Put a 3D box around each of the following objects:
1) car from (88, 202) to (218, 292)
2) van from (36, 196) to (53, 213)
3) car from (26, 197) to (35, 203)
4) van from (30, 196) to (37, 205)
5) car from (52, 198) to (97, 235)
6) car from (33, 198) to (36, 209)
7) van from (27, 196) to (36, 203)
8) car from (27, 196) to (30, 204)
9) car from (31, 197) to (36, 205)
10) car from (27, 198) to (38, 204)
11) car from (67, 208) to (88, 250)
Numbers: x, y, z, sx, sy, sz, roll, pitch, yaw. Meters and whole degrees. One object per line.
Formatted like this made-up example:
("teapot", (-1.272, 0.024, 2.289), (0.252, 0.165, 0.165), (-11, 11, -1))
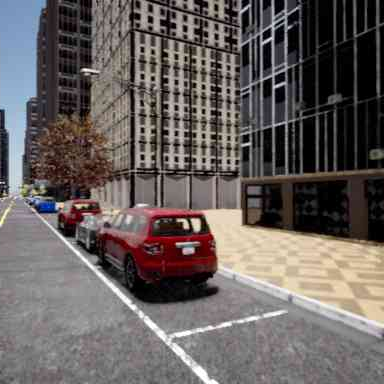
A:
("car", (-1.190, 1.344, 9.189), (2.192, 1.841, 5.009), (0, 0, -28))
("van", (-17.062, 1.507, 39.232), (1.690, 1.788, 3.998), (0, 0, -28))
("car", (-40.872, 2.032, 84.297), (1.887, 1.381, 4.507), (0, -1, -28))
("van", (-24.999, 1.593, 54.254), (1.690, 1.788, 3.998), (0, 0, -28))
("car", (-6.480, 1.382, 19.202), (2.192, 1.841, 5.009), (0, 0, -28))
("car", (-19.709, 1.776, 44.239), (1.802, 1.307, 4.206), (0, 0, -28))
("van", (-38.226, 1.786, 79.290), (1.690, 1.788, 3.998), (0, -1, -28))
("car", (-30.290, 1.903, 64.266), (1.802, 1.307, 4.206), (0, 0, -28))
("car", (-22.354, 1.804, 49.245), (1.802, 1.307, 4.206), (0, 0, -28))
("car", (-35.580, 1.953, 74.280), (2.008, 1.369, 4.403), (0, -1, -28))
("car", (-3.836, 1.598, 14.195), (2.008, 1.369, 4.403), (0, 0, -28))
